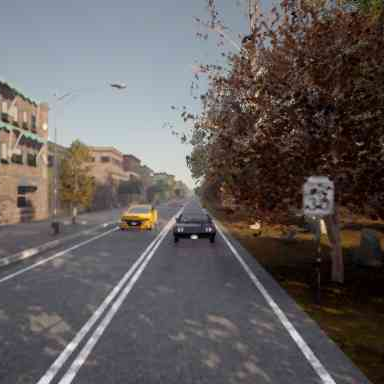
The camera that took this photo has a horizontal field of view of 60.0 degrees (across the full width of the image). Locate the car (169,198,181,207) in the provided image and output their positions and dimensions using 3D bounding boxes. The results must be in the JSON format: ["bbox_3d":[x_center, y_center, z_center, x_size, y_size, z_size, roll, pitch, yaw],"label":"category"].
[{"bbox_3d":[-3.133,1.879,62.489,2.097,1.767,4.553,0,-1,1],"label":"car"}]

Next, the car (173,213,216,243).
[{"bbox_3d":[0.111,1.663,16.503,1.895,1.301,4.718,0,0,0],"label":"car"}]

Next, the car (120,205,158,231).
[{"bbox_3d":[-3.327,1.585,21.680,1.882,1.535,5.008,0,-1,0],"label":"car"}]
